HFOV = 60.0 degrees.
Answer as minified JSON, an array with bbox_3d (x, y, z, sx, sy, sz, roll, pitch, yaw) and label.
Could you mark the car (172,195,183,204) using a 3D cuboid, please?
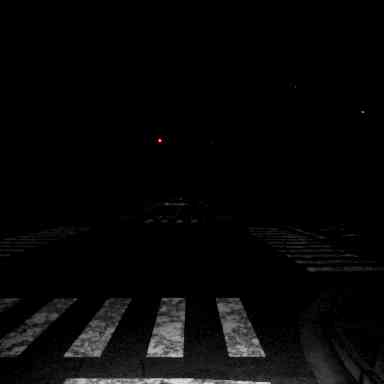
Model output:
[{"bbox_3d":[-2.967,1.498,69.308,2.097,1.767,4.553,0,0,0],"label":"car"}]
